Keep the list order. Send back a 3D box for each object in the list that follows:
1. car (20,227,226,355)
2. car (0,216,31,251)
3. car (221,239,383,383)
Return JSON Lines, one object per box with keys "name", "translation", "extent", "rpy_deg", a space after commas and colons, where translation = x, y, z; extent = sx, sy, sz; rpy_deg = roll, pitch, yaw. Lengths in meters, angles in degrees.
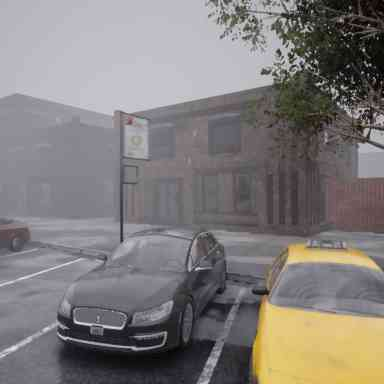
{"name": "car", "translation": [-0.523, 1.487, 6.474], "extent": [2.231, 1.521, 4.892], "rpy_deg": [1, -1, 16]}
{"name": "car", "translation": [-7.839, 1.528, 11.717], "extent": [2.002, 1.452, 4.674], "rpy_deg": [1, -1, 16]}
{"name": "car", "translation": [1.863, 1.480, 4.543], "extent": [1.946, 1.575, 5.366], "rpy_deg": [1, -1, 16]}
